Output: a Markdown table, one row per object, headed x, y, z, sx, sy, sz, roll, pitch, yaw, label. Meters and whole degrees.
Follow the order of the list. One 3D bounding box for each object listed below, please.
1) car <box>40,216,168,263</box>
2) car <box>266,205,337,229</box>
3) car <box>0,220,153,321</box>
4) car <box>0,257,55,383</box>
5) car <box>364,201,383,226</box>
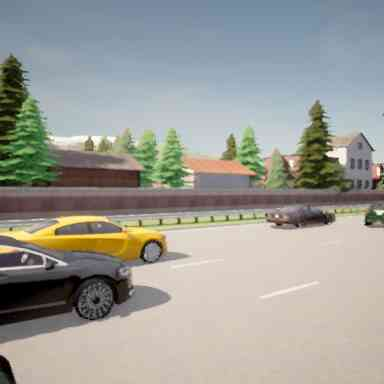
| x | y | z | sx | sy | sz | roll | pitch | yaw | label |
| --- | --- | --- | --- | --- | --- | --- | --- | --- | --- |
| -3.084 | 1.476 | 10.146 | 5.008 | 1.535 | 1.882 | 0 | 0 | -36 | car |
| 7.231 | 1.540 | 21.809 | 5.357 | 1.411 | 2.033 | 0 | 0 | -36 | car |
| -3.382 | 1.491 | 5.633 | 4.902 | 1.511 | 2.128 | 0 | 0 | -36 | car |
| -3.388 | 1.492 | 1.329 | 4.902 | 1.511 | 2.128 | 0 | 0 | -35 | car |
| 13.376 | 1.344 | 21.895 | 4.553 | 1.767 | 2.097 | 0 | 0 | -36 | car |
